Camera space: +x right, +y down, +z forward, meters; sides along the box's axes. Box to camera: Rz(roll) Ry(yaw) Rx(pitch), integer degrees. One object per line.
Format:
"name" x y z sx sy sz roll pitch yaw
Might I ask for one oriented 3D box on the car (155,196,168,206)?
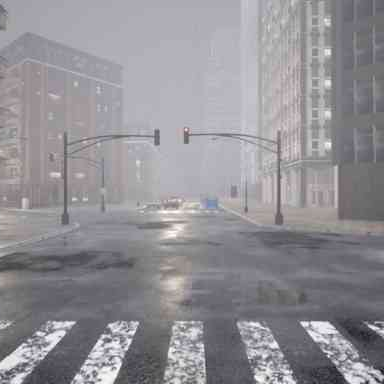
"car" -5.188 1.510 57.028 1.967 1.590 4.097 0 0 0

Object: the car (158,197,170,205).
"car" -5.176 1.651 62.580 1.947 1.339 4.313 0 0 0

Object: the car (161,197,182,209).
"car" -2.730 1.645 45.051 1.895 1.301 4.718 0 0 0

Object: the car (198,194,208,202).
"car" 2.752 1.468 84.773 2.192 1.841 5.009 0 0 0

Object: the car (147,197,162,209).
"car" -5.212 1.571 45.752 1.752 1.417 4.829 0 0 0

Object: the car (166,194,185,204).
"car" -2.705 1.415 54.177 2.097 1.767 4.553 0 0 0

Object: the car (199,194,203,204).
"car" 2.716 1.645 68.114 1.887 1.381 4.507 0 0 0

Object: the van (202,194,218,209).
"van" 2.669 1.387 45.905 1.690 1.788 3.998 0 0 0

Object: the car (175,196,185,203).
"car" -2.589 1.669 73.899 1.994 1.385 4.181 0 0 0

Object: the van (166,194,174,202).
"van" -5.139 1.475 79.236 1.690 1.788 3.998 0 0 0

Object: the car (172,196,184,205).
"car" -2.657 1.580 64.017 2.128 1.511 4.902 0 0 1
